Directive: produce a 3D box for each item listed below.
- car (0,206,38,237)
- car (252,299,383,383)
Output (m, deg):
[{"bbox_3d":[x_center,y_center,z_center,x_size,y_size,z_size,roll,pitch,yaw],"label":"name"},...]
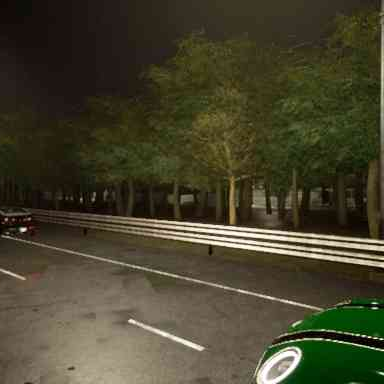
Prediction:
[{"bbox_3d":[-9.549,1.484,16.677,4.892,1.490,1.837,-1,-1,40],"label":"car"},{"bbox_3d":[2.617,1.352,1.986,4.553,1.767,2.097,0,0,40],"label":"car"}]
